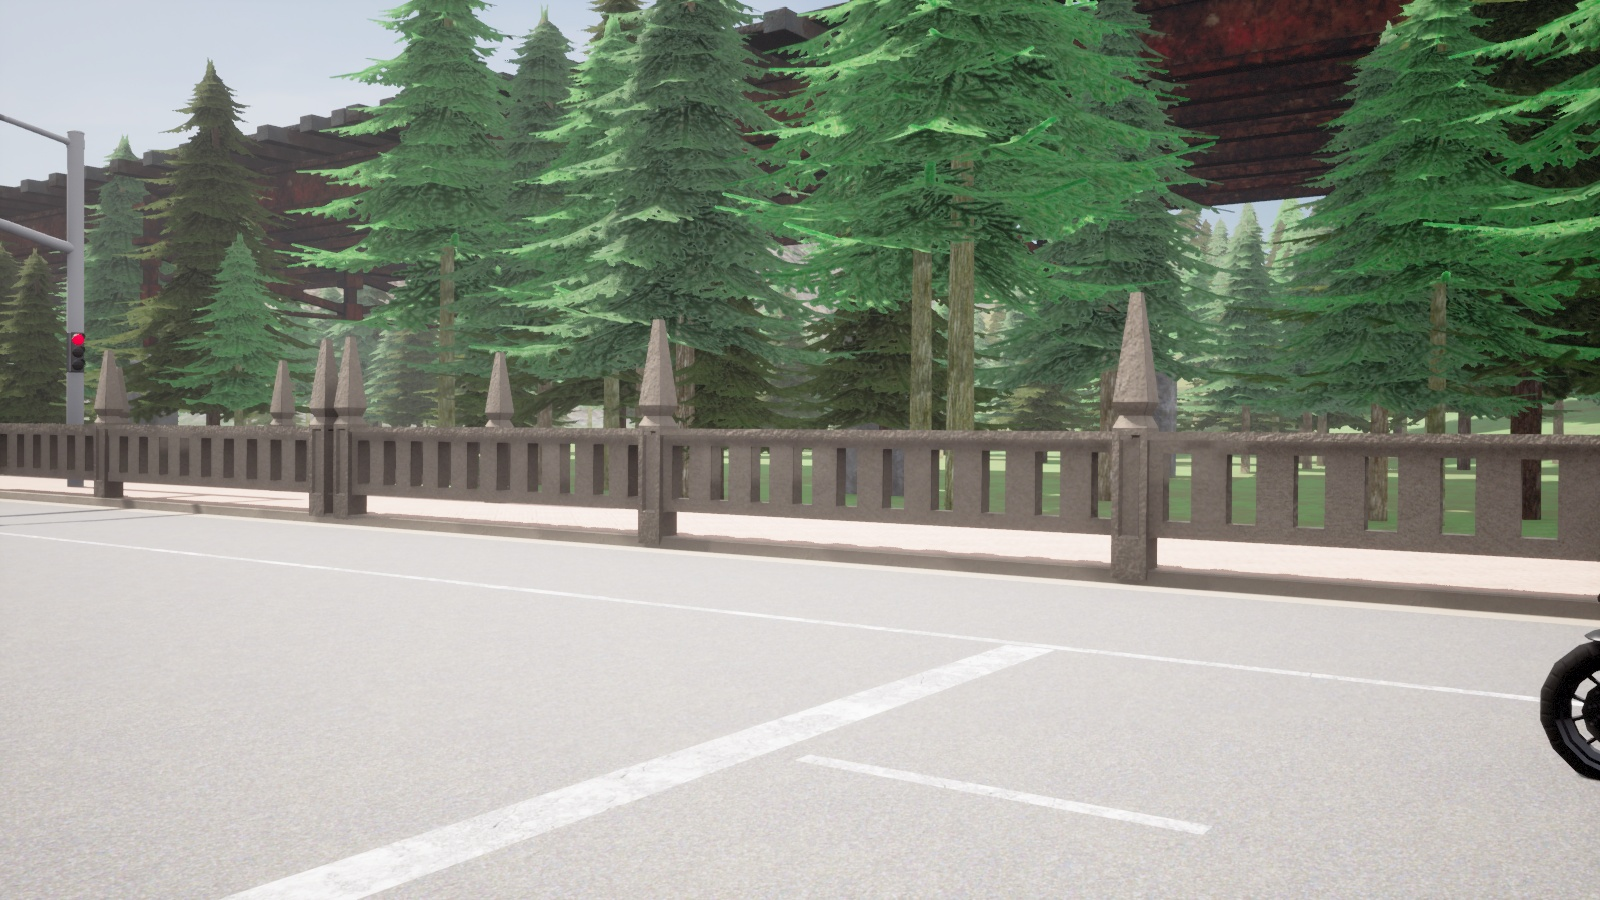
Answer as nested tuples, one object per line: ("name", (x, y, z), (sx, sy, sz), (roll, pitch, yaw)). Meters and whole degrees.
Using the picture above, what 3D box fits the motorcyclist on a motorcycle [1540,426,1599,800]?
("motorcyclist on a motorcycle", (4.247, 0.660, 5.004), (2.191, 1.530, 0.866), (0, 1, 34))
